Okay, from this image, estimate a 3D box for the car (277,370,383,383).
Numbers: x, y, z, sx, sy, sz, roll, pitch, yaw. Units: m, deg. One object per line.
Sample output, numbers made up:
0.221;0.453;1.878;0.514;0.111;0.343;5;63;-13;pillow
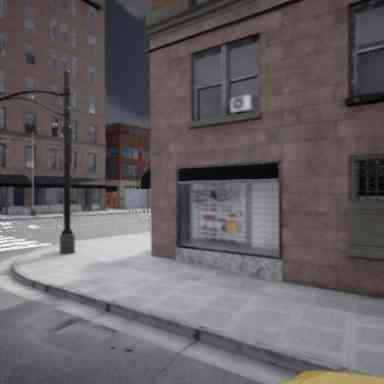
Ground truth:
2.373;1.533;1.166;4.829;1.417;1.752;0;0;35;car
